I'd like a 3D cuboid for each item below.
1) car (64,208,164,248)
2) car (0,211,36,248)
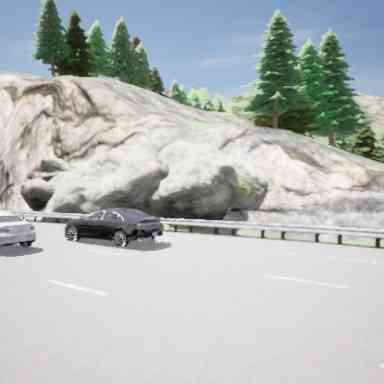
[{"bbox_3d":[-3.515,1.458,14.531,4.902,1.511,2.128,0,0,32],"label":"car"},{"bbox_3d":[-8.157,1.497,13.268,4.674,1.442,1.812,0,0,31],"label":"car"}]
